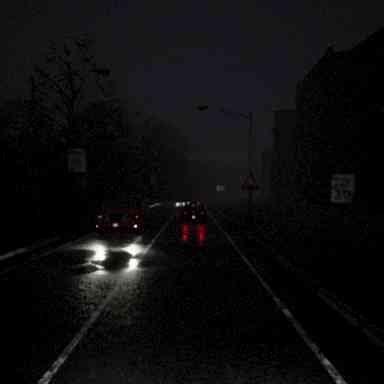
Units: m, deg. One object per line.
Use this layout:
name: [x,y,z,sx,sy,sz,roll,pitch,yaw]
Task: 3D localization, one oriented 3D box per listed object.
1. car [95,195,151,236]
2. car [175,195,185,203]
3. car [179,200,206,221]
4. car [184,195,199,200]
car: [-3.587,1.182,18.357,2.150,2.045,5.566,0,0,0]
car: [-1.695,1.279,60.629,1.994,1.385,4.181,1,1,10]
car: [0.119,1.543,26.397,1.895,1.301,4.718,0,0,0]
car: [0.239,1.437,42.236,1.812,1.442,4.674,0,0,1]
